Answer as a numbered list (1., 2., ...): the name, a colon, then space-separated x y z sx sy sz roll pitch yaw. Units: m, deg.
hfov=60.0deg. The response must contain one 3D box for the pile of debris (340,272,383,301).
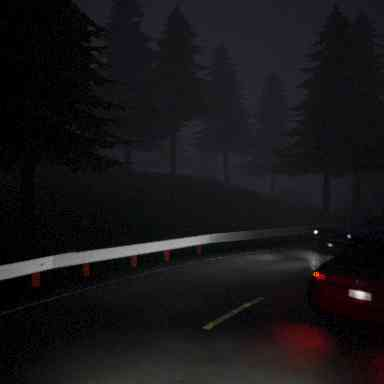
1. pile of debris: 4.580 2.185 7.627 1.860 0.140 1.500 0 0 -39

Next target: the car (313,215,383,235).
1. car: 6.992 1.620 13.153 4.718 1.301 1.895 0 0 -28

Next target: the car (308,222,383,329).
1. car: 4.008 1.568 6.621 1.994 1.385 4.181 1 1 44
